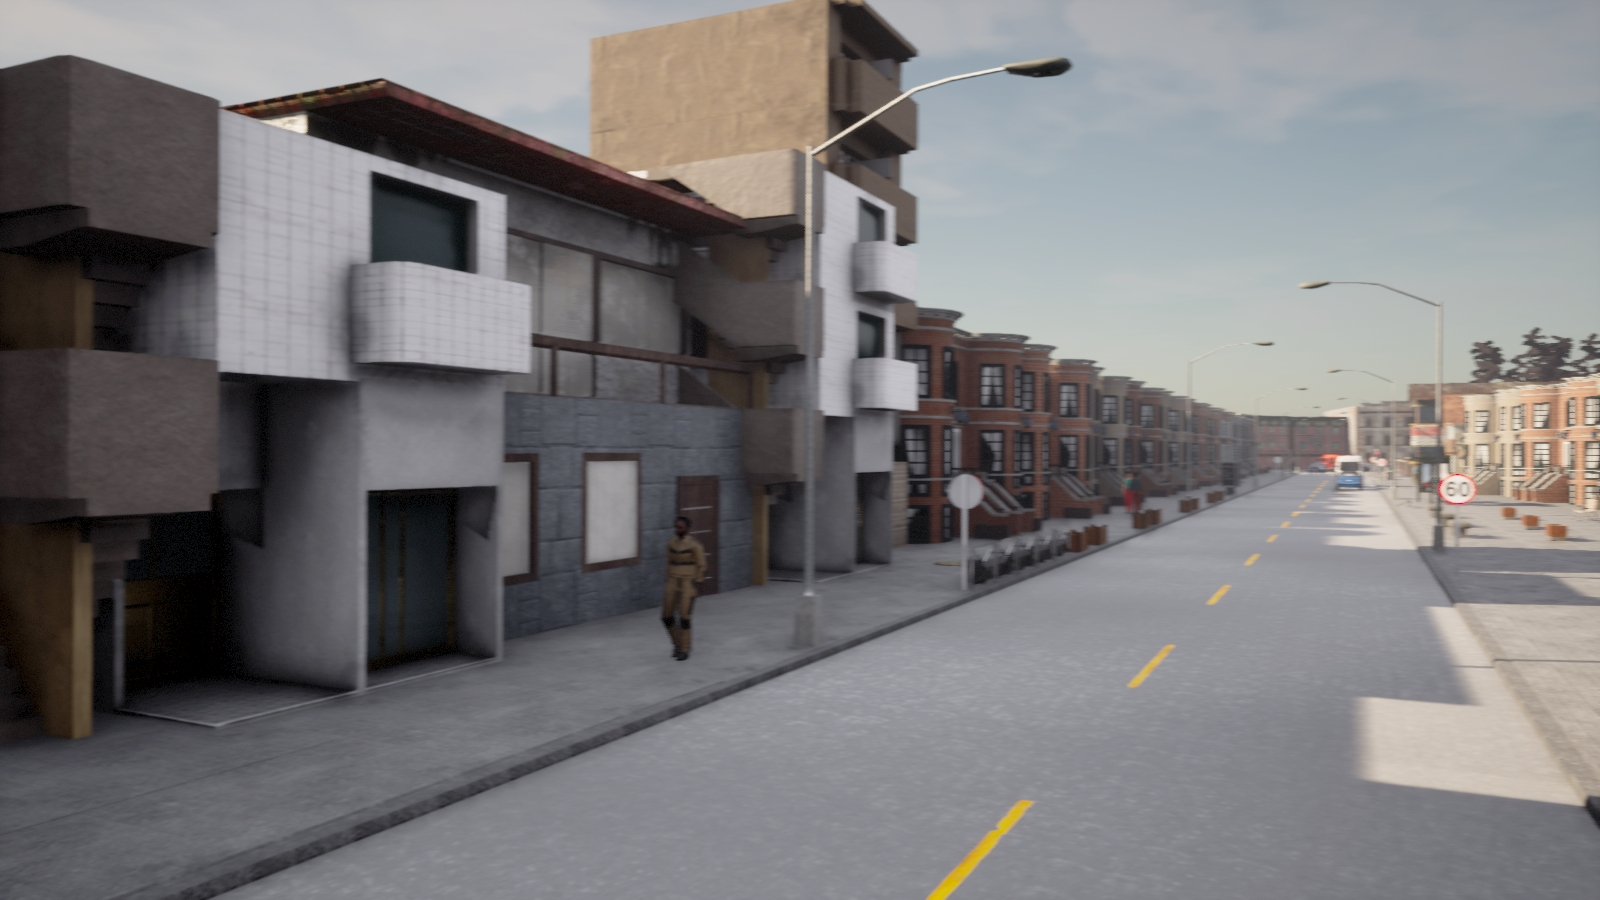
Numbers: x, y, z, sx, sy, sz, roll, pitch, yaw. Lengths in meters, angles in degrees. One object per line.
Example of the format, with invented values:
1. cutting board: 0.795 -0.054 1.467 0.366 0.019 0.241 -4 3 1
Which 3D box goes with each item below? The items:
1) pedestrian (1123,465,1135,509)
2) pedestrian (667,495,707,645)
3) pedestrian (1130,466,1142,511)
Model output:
1. pedestrian: 14.103 1.595 48.980 0.375 1.860 0.375 0 0 33
2. pedestrian: -1.439 1.516 14.611 0.375 1.860 0.375 0 0 20
3. pedestrian: 13.978 1.595 47.538 0.375 1.860 0.375 0 0 37
